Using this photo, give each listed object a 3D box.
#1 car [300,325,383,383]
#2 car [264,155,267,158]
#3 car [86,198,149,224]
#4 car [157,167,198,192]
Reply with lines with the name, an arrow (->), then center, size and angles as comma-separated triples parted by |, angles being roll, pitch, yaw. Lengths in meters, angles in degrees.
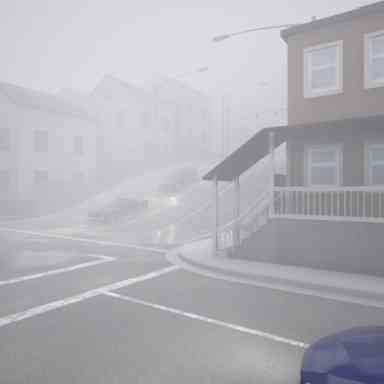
car -> 2.981, 1.526, 1.838 | 4.674, 1.442, 1.812 | 0, 0, 36
car -> 8.188, -5.108, 43.601 | 1.882, 1.535, 5.008 | 0, 8, 36
car -> -5.361, 1.256, 24.187 | 1.895, 1.301, 4.718 | 0, 12, 34
car -> -1.276, -1.271, 30.155 | 1.837, 1.490, 4.892 | 0, 20, 34
